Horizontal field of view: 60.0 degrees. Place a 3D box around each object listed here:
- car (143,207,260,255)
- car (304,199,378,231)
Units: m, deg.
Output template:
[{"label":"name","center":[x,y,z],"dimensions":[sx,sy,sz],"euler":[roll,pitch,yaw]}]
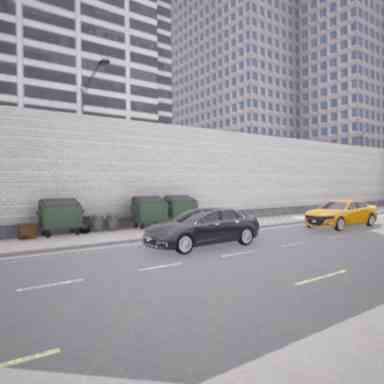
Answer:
[{"label":"car","center":[0.476,1.365,12.861],"dimensions":[4.892,1.490,1.837],"euler":[-1,1,-35]},{"label":"car","center":[8.227,1.171,18.285],"dimensions":[5.008,1.535,1.882],"euler":[-1,1,-35]}]
